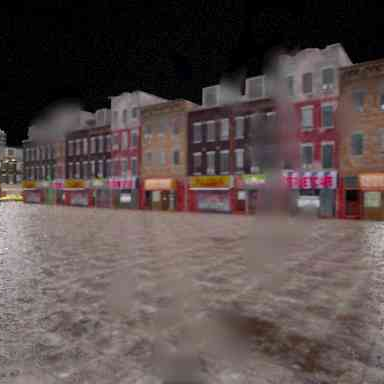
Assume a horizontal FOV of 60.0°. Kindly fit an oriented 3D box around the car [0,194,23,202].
[{"bbox_3d":[-33.854,1.159,62.678,1.752,1.417,4.829,1,1,35],"label":"car"}]
